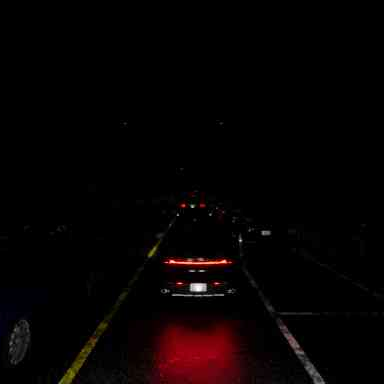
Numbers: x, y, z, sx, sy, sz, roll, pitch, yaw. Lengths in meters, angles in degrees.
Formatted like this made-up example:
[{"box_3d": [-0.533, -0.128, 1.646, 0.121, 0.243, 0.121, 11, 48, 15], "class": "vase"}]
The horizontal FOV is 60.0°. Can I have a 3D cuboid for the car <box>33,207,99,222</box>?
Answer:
[{"box_3d": [-5.750, 1.438, 14.512, 1.967, 1.590, 4.097, -1, 0, 0], "class": "car"}]

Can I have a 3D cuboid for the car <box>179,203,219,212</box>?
[{"box_3d": [0.126, 1.545, 18.266, 2.033, 1.411, 5.357, 0, 0, 0], "class": "car"}]

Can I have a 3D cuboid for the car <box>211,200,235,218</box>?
[{"box_3d": [2.806, 1.543, 31.013, 1.887, 1.381, 4.507, -1, 0, 0], "class": "car"}]

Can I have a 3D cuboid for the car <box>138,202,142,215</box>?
[{"box_3d": [-5.719, 1.544, 31.029, 1.887, 1.381, 4.507, -1, 0, 0], "class": "car"}]

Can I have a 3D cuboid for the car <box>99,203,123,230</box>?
[{"box_3d": [-5.739, 1.564, 20.018, 1.947, 1.339, 4.313, -1, 0, 0], "class": "car"}]

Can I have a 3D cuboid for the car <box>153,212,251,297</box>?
[{"box_3d": [0.117, 1.503, 8.528, 1.837, 1.490, 4.892, 0, 0, 0], "class": "car"}]

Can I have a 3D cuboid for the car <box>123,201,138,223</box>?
[{"box_3d": [-5.729, 1.549, 25.523, 2.008, 1.369, 4.403, -1, 0, 0], "class": "car"}]

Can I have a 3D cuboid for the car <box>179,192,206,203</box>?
[{"box_3d": [0.050, 1.220, 28.511, 2.150, 2.045, 5.566, 0, 0, 0], "class": "car"}]

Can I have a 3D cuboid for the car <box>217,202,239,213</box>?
[{"box_3d": [2.786, 1.543, 20.002, 1.887, 1.381, 4.507, -1, 0, 0], "class": "car"}]

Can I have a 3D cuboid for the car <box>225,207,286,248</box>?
[{"box_3d": [2.776, 1.564, 14.497, 1.947, 1.339, 4.313, -1, 0, 0], "class": "car"}]

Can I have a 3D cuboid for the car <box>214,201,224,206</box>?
[{"box_3d": [2.796, 1.543, 25.508, 1.887, 1.381, 4.507, -1, 0, 0], "class": "car"}]

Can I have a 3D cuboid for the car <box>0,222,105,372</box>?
[{"box_3d": [-3.090, 1.524, 5.791, 1.812, 1.442, 4.674, 0, 0, 0], "class": "car"}]
